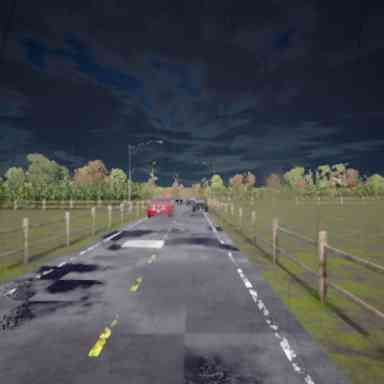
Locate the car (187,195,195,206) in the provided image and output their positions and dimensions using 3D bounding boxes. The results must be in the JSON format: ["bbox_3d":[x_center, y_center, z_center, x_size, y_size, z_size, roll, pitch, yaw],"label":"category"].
[{"bbox_3d":[0.035,1.719,59.336,1.812,1.442,4.674,0,0,0],"label":"car"}]

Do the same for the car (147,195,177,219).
[{"bbox_3d":[-2.828,1.331,31.089,2.150,2.045,5.566,0,0,0],"label":"car"}]

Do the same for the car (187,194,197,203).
[{"bbox_3d":[0.043,1.429,72.573,2.097,1.767,4.553,0,0,0],"label":"car"}]

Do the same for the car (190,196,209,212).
[{"bbox_3d":[0.986,1.645,40.694,1.837,1.490,4.892,0,0,0],"label":"car"}]

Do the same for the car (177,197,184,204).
[{"bbox_3d":[-2.709,1.784,71.622,1.895,1.301,4.718,0,0,0],"label":"car"}]
